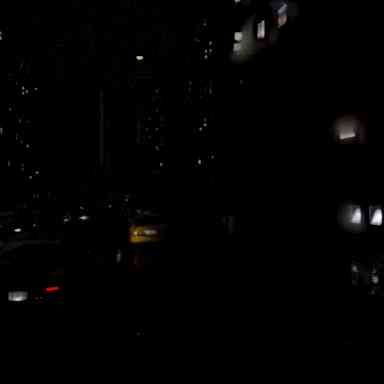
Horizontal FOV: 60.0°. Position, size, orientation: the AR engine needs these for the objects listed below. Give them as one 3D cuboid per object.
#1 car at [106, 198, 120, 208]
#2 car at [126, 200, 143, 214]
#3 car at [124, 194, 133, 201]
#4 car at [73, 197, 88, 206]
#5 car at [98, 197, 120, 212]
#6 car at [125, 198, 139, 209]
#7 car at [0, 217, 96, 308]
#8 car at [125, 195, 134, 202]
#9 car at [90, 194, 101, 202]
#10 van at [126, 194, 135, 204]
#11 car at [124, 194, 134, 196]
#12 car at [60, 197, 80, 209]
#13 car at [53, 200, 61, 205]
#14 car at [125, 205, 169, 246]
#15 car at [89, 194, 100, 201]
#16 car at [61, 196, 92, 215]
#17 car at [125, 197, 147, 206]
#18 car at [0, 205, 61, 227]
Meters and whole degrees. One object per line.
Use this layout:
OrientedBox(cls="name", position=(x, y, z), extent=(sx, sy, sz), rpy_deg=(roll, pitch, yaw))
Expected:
OrientedBox(cls="car", position=(-11.740, 1.642, 49.570), extent=(1.895, 1.301, 4.718), rpy_deg=(0, 0, -11))
OrientedBox(cls="car", position=(-6.421, 1.615, 36.785), extent=(1.802, 1.307, 4.206), rpy_deg=(1, 0, -11))
OrientedBox(cls="car", position=(-17.388, 1.366, 91.095), extent=(2.192, 1.841, 5.009), rpy_deg=(1, 0, -11))
OrientedBox(cls="car", position=(-19.013, 1.591, 56.798), extent=(1.887, 1.381, 4.507), rpy_deg=(1, 0, -11))
OrientedBox(cls="car", position=(-9.720, 1.600, 39.778), extent=(1.994, 1.385, 4.181), rpy_deg=(0, 0, -11))
OrientedBox(cls="car", position=(-8.615, 1.605, 47.646), extent=(1.947, 1.339, 4.313), rpy_deg=(1, 0, -11))
OrientedBox(cls="car", position=(-3.303, 1.534, 7.701), extent=(1.812, 1.442, 4.674), rpy_deg=(0, 0, -11))
OrientedBox(cls="car", position=(-14.099, 1.489, 74.802), extent=(1.967, 1.590, 4.097), rpy_deg=(1, 0, -11))
OrientedBox(cls="car", position=(-23.403, 1.604, 78.521), extent=(2.008, 1.369, 4.403), rpy_deg=(1, 0, -11))
OrientedBox(cls="van", position=(-11.903, 1.386, 63.940), extent=(1.690, 1.788, 3.998), rpy_deg=(1, 0, -11))
OrientedBox(cls="car", position=(-10.807, 1.483, 58.509), extent=(1.967, 1.590, 4.097), rpy_deg=(1, 0, -11))
OrientedBox(cls="car", position=(-16.817, 1.482, 45.937), extent=(1.967, 1.590, 4.097), rpy_deg=(1, 0, -11))
OrientedBox(cls="car", position=(-15.722, 1.584, 40.505), extent=(1.887, 1.381, 4.507), rpy_deg=(1, 0, -11))
OrientedBox(cls="car", position=(-2.066, 1.541, 15.228), extent=(1.752, 1.417, 4.829), rpy_deg=(1, 0, -11))
OrientedBox(cls="car", position=(-24.495, 1.369, 83.953), extent=(2.192, 1.841, 5.009), rpy_deg=(1, 0, -11))
OrientedBox(cls="car", position=(-11.771, 1.512, 34.134), extent=(1.882, 1.535, 5.008), rpy_deg=(0, 0, -11))
OrientedBox(cls="car", position=(-4.224, 1.465, 25.924), extent=(1.967, 1.590, 4.097), rpy_deg=(1, 0, -11))
OrientedBox(cls="car", position=(-8.361, 1.584, 17.100), extent=(1.994, 1.385, 4.181), rpy_deg=(0, 0, -11))
